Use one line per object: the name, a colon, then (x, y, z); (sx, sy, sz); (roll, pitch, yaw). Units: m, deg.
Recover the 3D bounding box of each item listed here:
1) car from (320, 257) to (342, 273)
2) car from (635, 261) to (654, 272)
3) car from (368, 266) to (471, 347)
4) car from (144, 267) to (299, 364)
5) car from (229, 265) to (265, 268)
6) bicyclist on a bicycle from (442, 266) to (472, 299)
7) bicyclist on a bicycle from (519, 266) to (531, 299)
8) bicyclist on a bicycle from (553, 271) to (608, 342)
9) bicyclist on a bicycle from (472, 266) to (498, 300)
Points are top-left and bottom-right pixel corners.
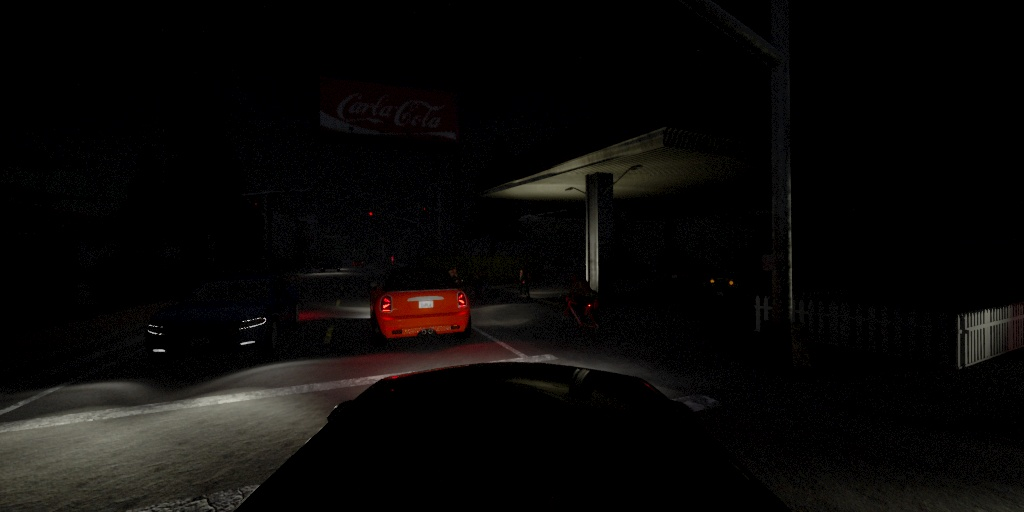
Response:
car: (-24.076, 1.101, 47.679); (2.150, 2.045, 5.566); (0, 0, -25)
car: (14.574, 1.278, 42.474); (4.892, 1.490, 1.837); (0, 0, -24)
car: (-2.614, 1.041, 9.486); (2.097, 1.767, 4.553); (0, 0, -22)
car: (-6.319, 1.194, 8.387); (1.882, 1.535, 5.008); (0, 0, -24)
car: (-23.093, 1.503, 30.179); (4.902, 1.511, 2.128); (-3, 2, -37)
bicyclist on a bicycle: (-2.751, 1.295, 16.413); (1.656, 1.620, 0.582); (1, 0, 37)
bicyclist on a bicycle: (0.654, 1.315, 17.937); (0.582, 1.620, 1.656); (0, 0, 16)
bicyclist on a bicycle: (1.640, 1.194, 8.735); (0.582, 1.620, 1.656); (3, -2, -43)
bicyclist on a bicycle: (-1.454, 1.322, 17.805); (1.656, 1.620, 0.582); (1, 0, -22)
